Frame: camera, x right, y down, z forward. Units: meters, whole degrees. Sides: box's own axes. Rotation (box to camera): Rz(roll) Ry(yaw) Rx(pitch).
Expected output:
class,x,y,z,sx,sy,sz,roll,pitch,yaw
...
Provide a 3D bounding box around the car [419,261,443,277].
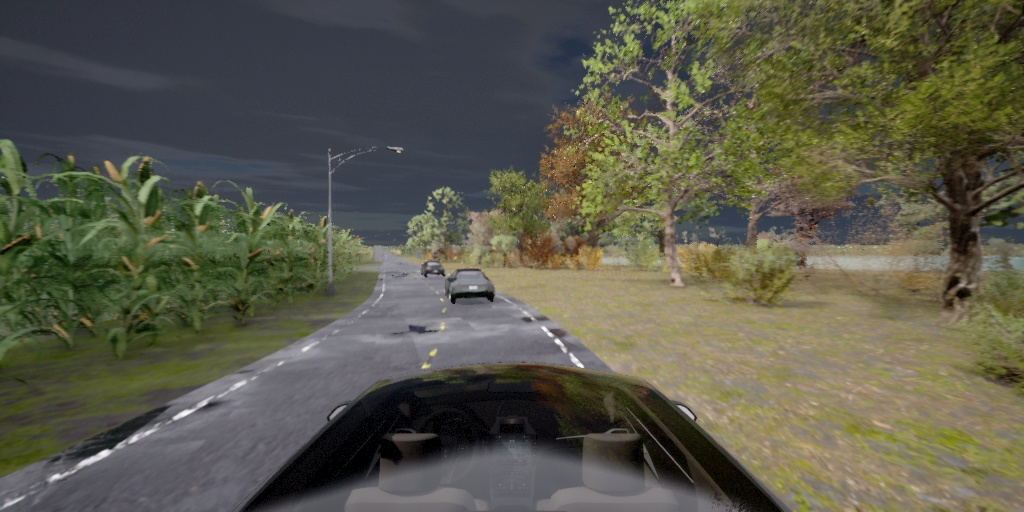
class,x,y,z,sx,sy,sz,roll,pitch,yaw
car,-7.389,1.164,33.350,1.812,1.442,4.674,0,0,-19

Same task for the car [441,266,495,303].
class,x,y,z,sx,sy,sz,roll,pitch,yaw
car,-2.063,1.264,16.721,1.994,1.385,4.181,0,0,-14
